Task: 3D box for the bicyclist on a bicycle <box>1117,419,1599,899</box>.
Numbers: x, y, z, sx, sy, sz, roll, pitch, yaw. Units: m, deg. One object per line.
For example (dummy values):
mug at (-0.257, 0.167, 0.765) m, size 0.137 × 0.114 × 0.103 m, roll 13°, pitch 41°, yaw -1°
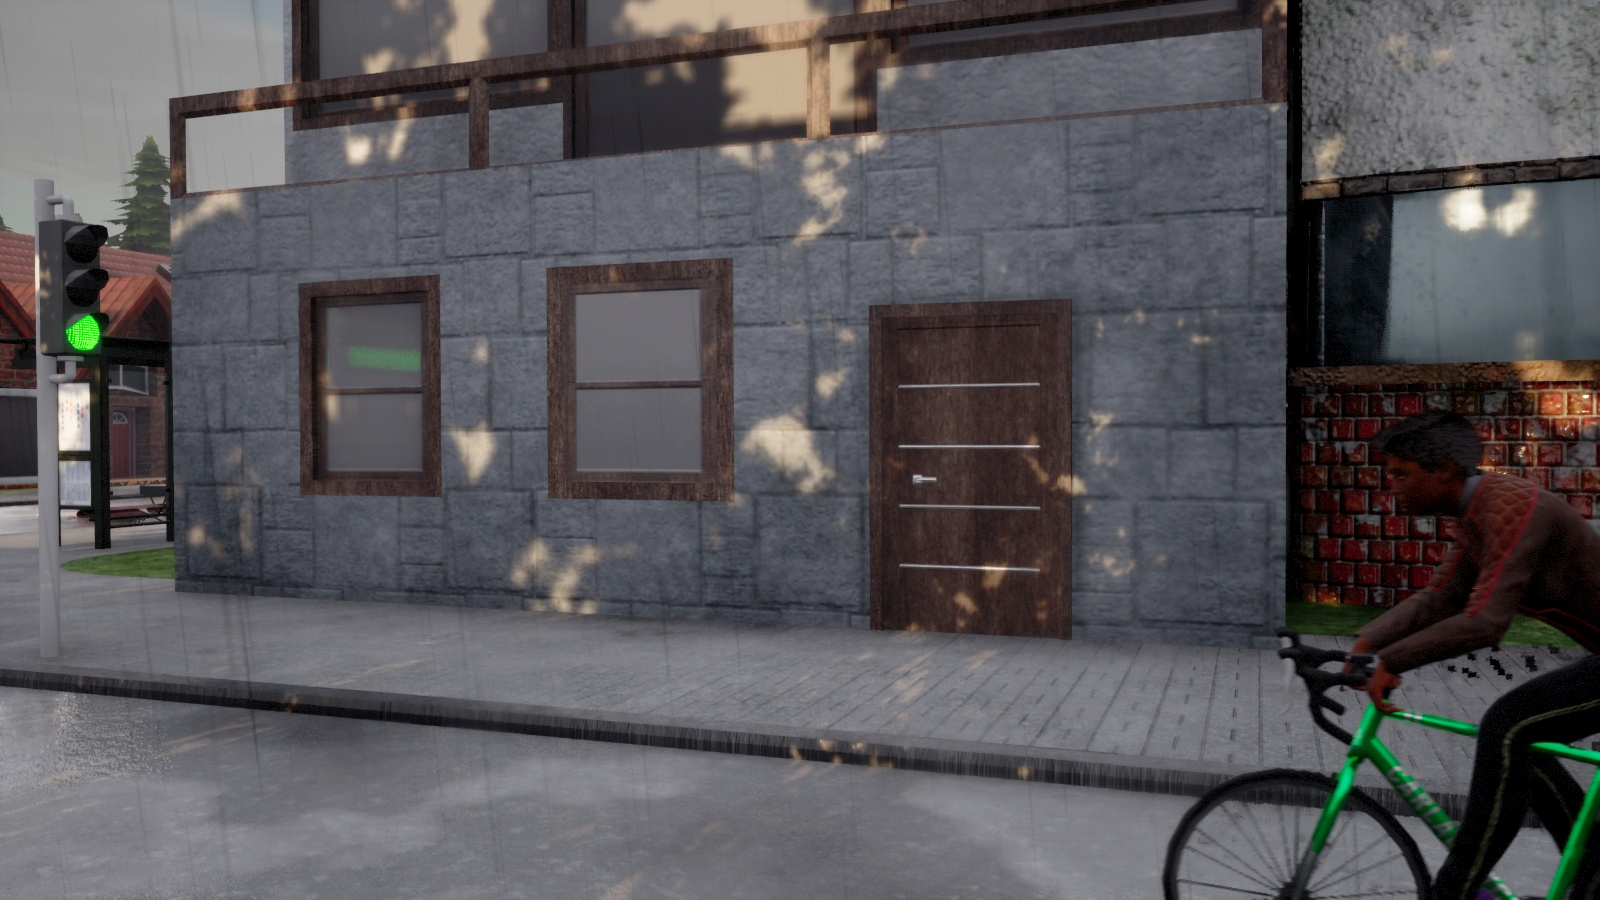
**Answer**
bicyclist on a bicycle at (1.686, 0.735, 3.185) m, size 1.656 × 1.620 × 0.582 m, roll 0°, pitch 1°, yaw 20°
